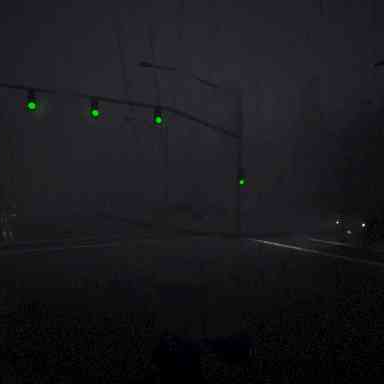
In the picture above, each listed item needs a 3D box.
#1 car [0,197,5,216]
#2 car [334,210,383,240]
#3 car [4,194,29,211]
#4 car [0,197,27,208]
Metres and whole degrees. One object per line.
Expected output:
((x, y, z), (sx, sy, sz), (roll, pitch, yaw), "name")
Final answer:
((-17.948, 1.478, 29.062), (1.882, 1.535, 5.008), (0, 0, -24), "car")
((9.474, 1.601, 16.821), (4.718, 1.301, 1.895), (0, 0, -26), "car")
((-21.678, 1.224, 40.530), (2.150, 2.045, 5.566), (0, 0, -10), "car")
((-25.836, 1.525, 47.910), (1.812, 1.442, 4.674), (0, 0, 0), "car")
